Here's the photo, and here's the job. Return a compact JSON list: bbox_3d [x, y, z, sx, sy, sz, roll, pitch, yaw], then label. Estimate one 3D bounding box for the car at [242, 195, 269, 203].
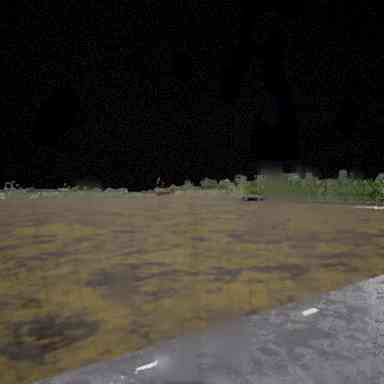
[{"bbox_3d":[10.727,1.130,56.186,1.895,1.301,4.718,1,0,-35],"label":"car"}]
